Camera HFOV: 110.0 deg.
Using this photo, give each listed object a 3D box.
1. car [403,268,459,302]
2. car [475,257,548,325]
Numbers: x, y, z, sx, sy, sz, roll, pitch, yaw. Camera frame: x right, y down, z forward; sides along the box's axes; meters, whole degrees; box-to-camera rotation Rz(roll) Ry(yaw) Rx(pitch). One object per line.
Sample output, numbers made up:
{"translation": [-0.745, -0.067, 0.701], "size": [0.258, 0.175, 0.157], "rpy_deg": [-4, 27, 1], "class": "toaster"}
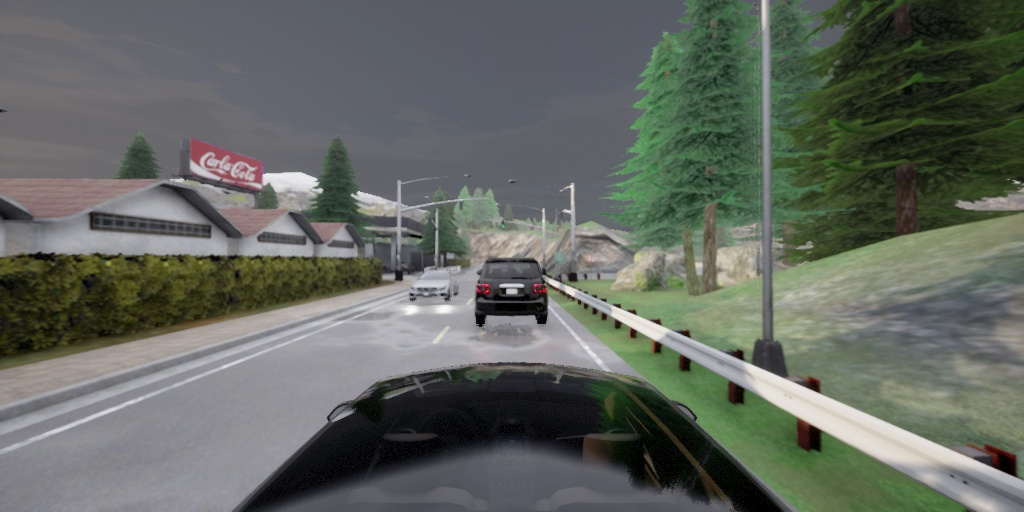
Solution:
{"translation": [-3.815, 1.439, 18.212], "size": [1.812, 1.442, 4.674], "rpy_deg": [0, -1, -1], "class": "car"}
{"translation": [-0.049, 1.077, 12.375], "size": [2.150, 2.045, 5.566], "rpy_deg": [0, -1, -1], "class": "car"}
